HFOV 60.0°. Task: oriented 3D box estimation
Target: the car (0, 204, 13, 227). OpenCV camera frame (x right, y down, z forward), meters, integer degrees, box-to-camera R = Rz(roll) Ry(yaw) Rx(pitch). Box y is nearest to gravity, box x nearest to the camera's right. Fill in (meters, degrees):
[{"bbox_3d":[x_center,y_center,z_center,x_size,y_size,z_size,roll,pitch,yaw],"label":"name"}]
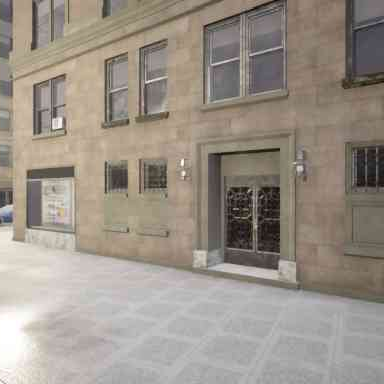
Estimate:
[{"bbox_3d":[-11.884,1.512,23.025,2.033,1.411,5.357,0,0,39],"label":"car"}]
